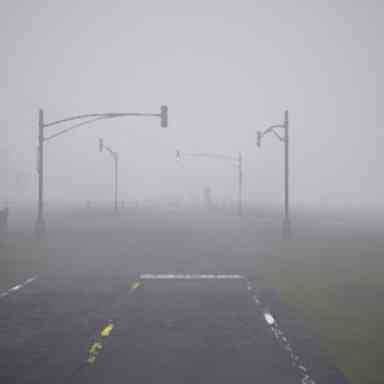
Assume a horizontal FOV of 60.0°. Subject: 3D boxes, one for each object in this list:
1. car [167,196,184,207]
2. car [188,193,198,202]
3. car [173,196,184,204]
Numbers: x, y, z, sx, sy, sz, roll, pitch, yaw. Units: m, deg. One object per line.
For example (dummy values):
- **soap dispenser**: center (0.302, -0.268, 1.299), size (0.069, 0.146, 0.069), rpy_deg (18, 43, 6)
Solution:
- **car**: center (-2.690, 1.596, 50.479), size (1.994, 1.385, 4.181), rpy_deg (0, 0, 1)
- **car**: center (0.246, 1.529, 74.601), size (1.882, 1.535, 5.008), rpy_deg (0, 0, 0)
- **car**: center (-2.557, 1.526, 65.813), size (1.882, 1.535, 5.008), rpy_deg (0, 0, 1)
